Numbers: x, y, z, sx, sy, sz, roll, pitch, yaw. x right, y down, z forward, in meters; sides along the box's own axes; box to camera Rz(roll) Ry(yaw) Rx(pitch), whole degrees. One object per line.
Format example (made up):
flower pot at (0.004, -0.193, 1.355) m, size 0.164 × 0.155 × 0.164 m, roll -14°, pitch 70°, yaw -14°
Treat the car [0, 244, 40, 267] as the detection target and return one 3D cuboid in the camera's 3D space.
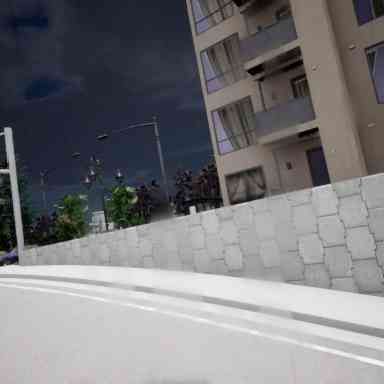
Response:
car at (-15.504, 5.654, 29.608) m, size 2.097 × 1.767 × 4.553 m, roll -15°, pitch -9°, yaw 35°
